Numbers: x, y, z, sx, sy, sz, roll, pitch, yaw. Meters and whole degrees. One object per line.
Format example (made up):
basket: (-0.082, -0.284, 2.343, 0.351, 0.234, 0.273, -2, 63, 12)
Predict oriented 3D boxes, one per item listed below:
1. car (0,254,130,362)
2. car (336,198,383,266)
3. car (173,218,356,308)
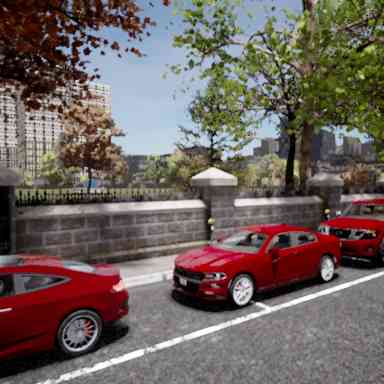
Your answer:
car: (-2.918, 1.579, 4.468, 4.206, 1.307, 1.802, -1, 0, -36)
car: (6.222, 1.157, 11.041, 5.009, 1.841, 2.192, -1, 0, -36)
car: (1.652, 1.464, 7.755, 4.507, 1.381, 1.887, -1, 0, -36)
